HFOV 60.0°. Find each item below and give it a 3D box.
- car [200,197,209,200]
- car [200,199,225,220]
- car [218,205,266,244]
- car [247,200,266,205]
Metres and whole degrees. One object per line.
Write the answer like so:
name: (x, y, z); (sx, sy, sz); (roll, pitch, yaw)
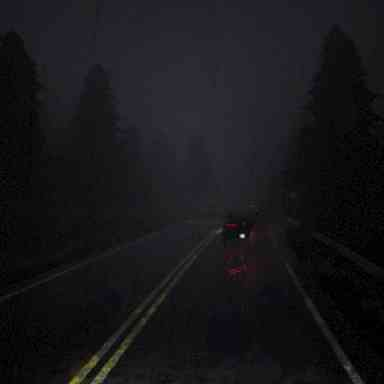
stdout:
car: (2.869, 1.866, 71.944); (1.895, 1.301, 4.718); (2, -1, -19)
car: (2.063, 1.676, 30.570); (1.882, 1.535, 5.008); (0, 0, 13)
car: (2.566, 1.598, 16.372); (1.837, 1.490, 4.892); (0, 0, 10)
car: (7.509, 1.742, 38.707); (1.837, 1.490, 4.892); (0, 0, 12)
